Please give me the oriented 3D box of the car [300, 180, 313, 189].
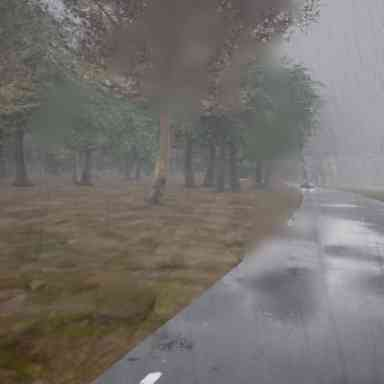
[{"bbox_3d":[20.813,-1.378,60.415,2.033,1.411,5.357,3,3,12],"label":"car"}]
